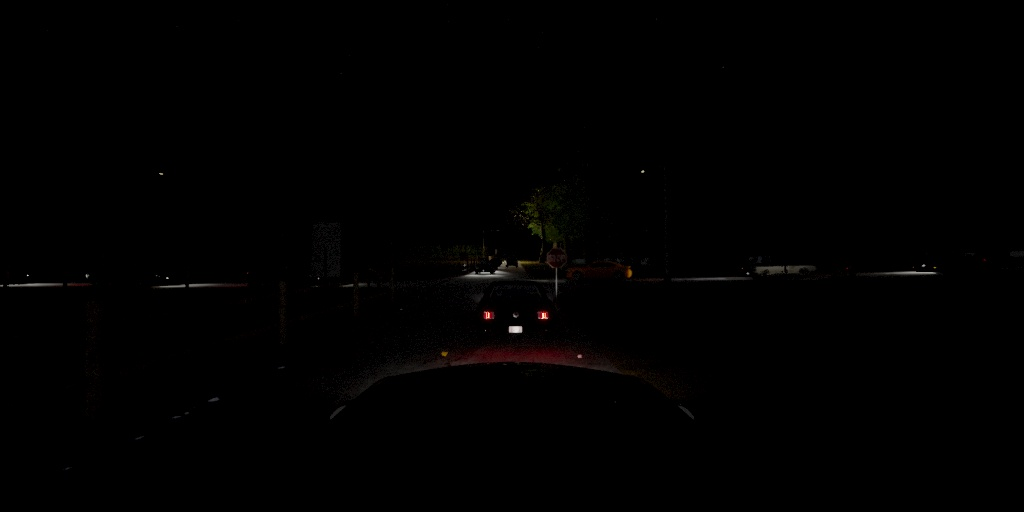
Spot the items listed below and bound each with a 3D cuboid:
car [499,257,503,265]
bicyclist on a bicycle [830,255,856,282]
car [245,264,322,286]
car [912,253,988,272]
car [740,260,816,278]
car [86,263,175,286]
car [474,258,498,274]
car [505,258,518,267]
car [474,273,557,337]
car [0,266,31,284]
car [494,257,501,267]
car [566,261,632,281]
[{"bbox_3d":[-2.903,1.102,60.448,2.033,1.411,5.357,0,1,1],"label":"car"},{"bbox_3d":[19.857,0.746,21.541,0.582,1.620,1.656,-1,-1,0],"label":"bicyclist on a bicycle"},{"bbox_3d":[-15.504,1.273,24.404,4.674,1.442,1.812,0,-1,0],"label":"car"},{"bbox_3d":[33.612,0.494,27.596,4.181,1.385,1.994,-2,-1,-1],"label":"car"},{"bbox_3d":[20.298,0.974,27.527,4.718,1.301,1.895,-2,-1,0],"label":"car"},{"bbox_3d":[-25.826,1.246,24.356,4.892,1.490,1.837,0,-1,0],"label":"car"},{"bbox_3d":[-2.948,1.233,39.984,1.812,1.442,4.674,0,0,1],"label":"car"},{"bbox_3d":[-0.012,1.069,59.522,1.837,1.490,4.892,0,1,0],"label":"car"},{"bbox_3d":[0.082,1.352,10.226,1.895,1.301,4.718,0,0,0],"label":"car"},{"bbox_3d":[-36.274,1.193,24.315,5.357,1.411,2.033,1,-1,0],"label":"car"},{"bbox_3d":[-2.924,1.250,49.784,1.895,1.301,4.718,0,0,0],"label":"car"},{"bbox_3d":[6.702,1.142,27.984,5.008,1.535,1.882,-1,-1,9],"label":"car"}]
